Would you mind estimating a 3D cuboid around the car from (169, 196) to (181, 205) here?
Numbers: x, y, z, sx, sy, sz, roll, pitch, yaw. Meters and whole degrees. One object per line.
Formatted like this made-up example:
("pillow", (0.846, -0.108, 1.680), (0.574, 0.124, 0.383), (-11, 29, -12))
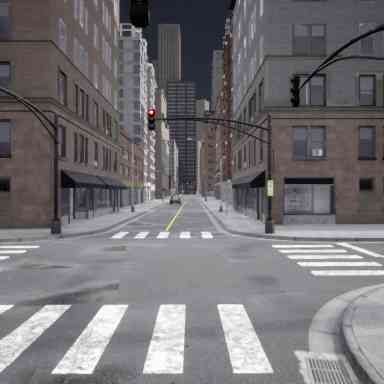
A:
("car", (-2.977, 1.458, 59.647), (1.882, 1.535, 5.008), (0, 0, 0))
